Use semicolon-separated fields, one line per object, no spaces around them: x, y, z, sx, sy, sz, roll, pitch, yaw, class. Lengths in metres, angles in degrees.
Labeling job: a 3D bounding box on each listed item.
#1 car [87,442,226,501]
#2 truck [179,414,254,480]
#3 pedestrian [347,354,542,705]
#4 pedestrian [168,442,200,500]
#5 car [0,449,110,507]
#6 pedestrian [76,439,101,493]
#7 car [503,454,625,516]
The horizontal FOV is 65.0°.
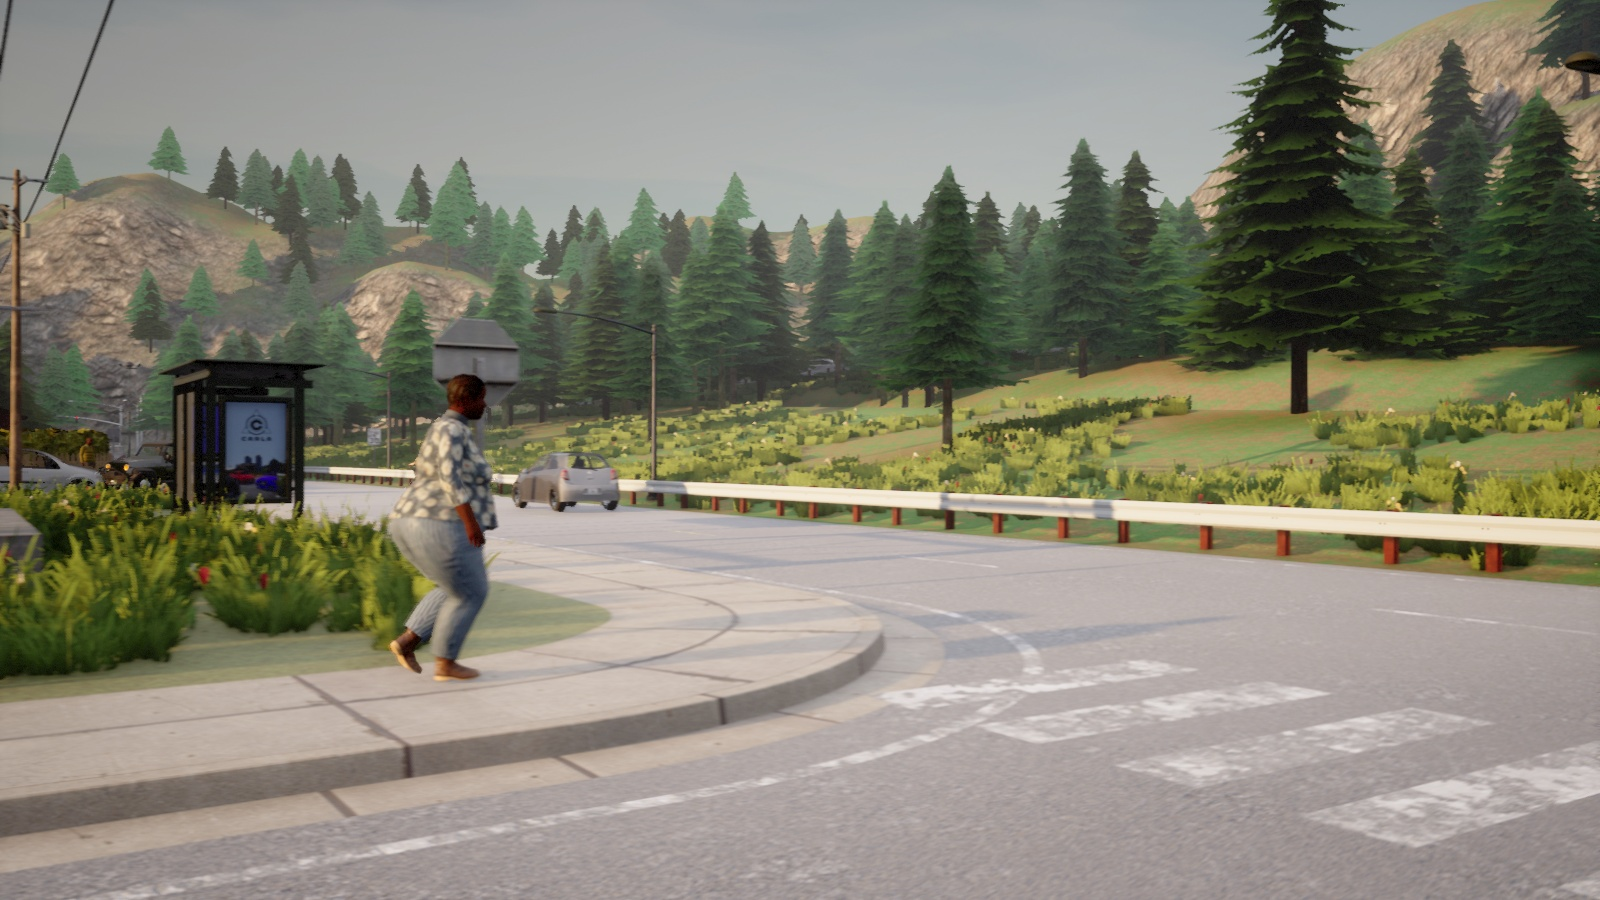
-21.545;0.688;42.190;1.905;1.878;3.866;0;0;22;car
-35.674;-0.160;76.596;2.891;3.827;8.468;0;0;-34;truck
-2.064;0.422;7.243;0.900;1.855;0.874;0;0;-29;pedestrian
-19.459;0.667;39.677;0.869;1.805;0.328;0;0;-44;pedestrian
-22.208;0.778;36.115;3.988;1.617;1.851;0;0;-35;car
-24.620;0.557;43.447;0.726;1.835;0.370;0;0;22;pedestrian
-6.171;0.849;32.575;1.845;1.501;3.633;0;0;-34;car
